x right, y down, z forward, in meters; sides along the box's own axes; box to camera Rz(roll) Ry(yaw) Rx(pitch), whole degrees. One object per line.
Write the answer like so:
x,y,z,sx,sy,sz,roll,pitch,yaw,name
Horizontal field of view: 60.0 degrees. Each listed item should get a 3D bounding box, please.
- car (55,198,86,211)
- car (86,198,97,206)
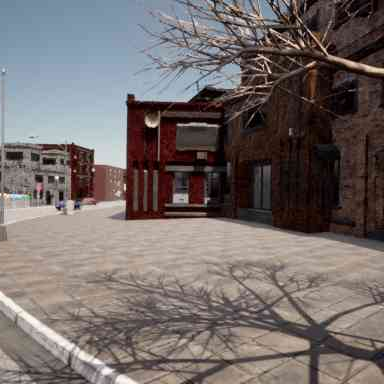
-16.275,1.793,44.340,1.895,1.301,4.718,1,0,3,car
-18.891,1.789,60.789,1.812,1.442,4.674,1,0,3,car
